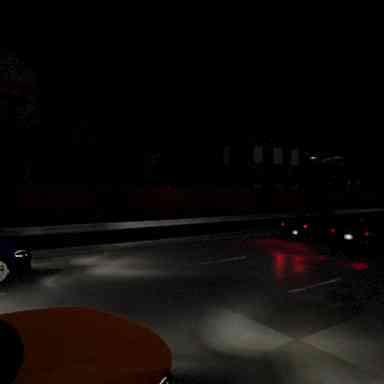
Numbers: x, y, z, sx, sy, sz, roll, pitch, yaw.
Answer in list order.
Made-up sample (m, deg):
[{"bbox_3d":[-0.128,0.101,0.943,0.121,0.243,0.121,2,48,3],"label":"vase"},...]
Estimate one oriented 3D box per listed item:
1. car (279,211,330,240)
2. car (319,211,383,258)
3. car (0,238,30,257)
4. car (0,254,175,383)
[{"bbox_3d":[6.639,1.600,16.811,4.718,1.301,1.895,0,0,-35],"label":"car"},{"bbox_3d":[7.190,1.564,12.932,4.181,1.385,1.994,0,0,-35],"label":"car"},{"bbox_3d":[-6.490,1.478,7.700,5.008,1.535,1.882,0,0,-35],"label":"car"},{"bbox_3d":[-2.432,1.477,1.995,5.008,1.535,1.882,0,0,-35],"label":"car"}]
